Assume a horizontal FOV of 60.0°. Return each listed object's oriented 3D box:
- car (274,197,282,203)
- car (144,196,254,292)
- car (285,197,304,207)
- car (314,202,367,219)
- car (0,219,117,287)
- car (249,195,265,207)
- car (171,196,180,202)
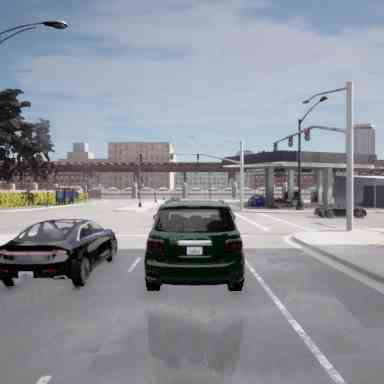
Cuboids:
[{"bbox_3d":[18.759,1.599,67.919,4.718,1.301,1.895,0,0,-27],"label":"car"},{"bbox_3d":[0.067,1.221,9.069,2.150,2.045,5.566,0,0,0],"label":"car"},{"bbox_3d":[15.358,1.456,50.032,1.970,1.475,3.806,0,0,0],"label":"car"},{"bbox_3d":[12.935,1.564,29.118,4.181,1.385,1.994,0,0,-1],"label":"car"},{"bbox_3d":[-3.437,1.492,9.313,2.128,1.511,4.902,0,0,0],"label":"car"},{"bbox_3d":[9.614,1.295,49.259,2.242,1.667,4.611,0,0,0],"label":"car"},{"bbox_3d":[-3.644,1.552,74.497,1.994,1.385,4.181,0,0,0],"label":"car"}]
